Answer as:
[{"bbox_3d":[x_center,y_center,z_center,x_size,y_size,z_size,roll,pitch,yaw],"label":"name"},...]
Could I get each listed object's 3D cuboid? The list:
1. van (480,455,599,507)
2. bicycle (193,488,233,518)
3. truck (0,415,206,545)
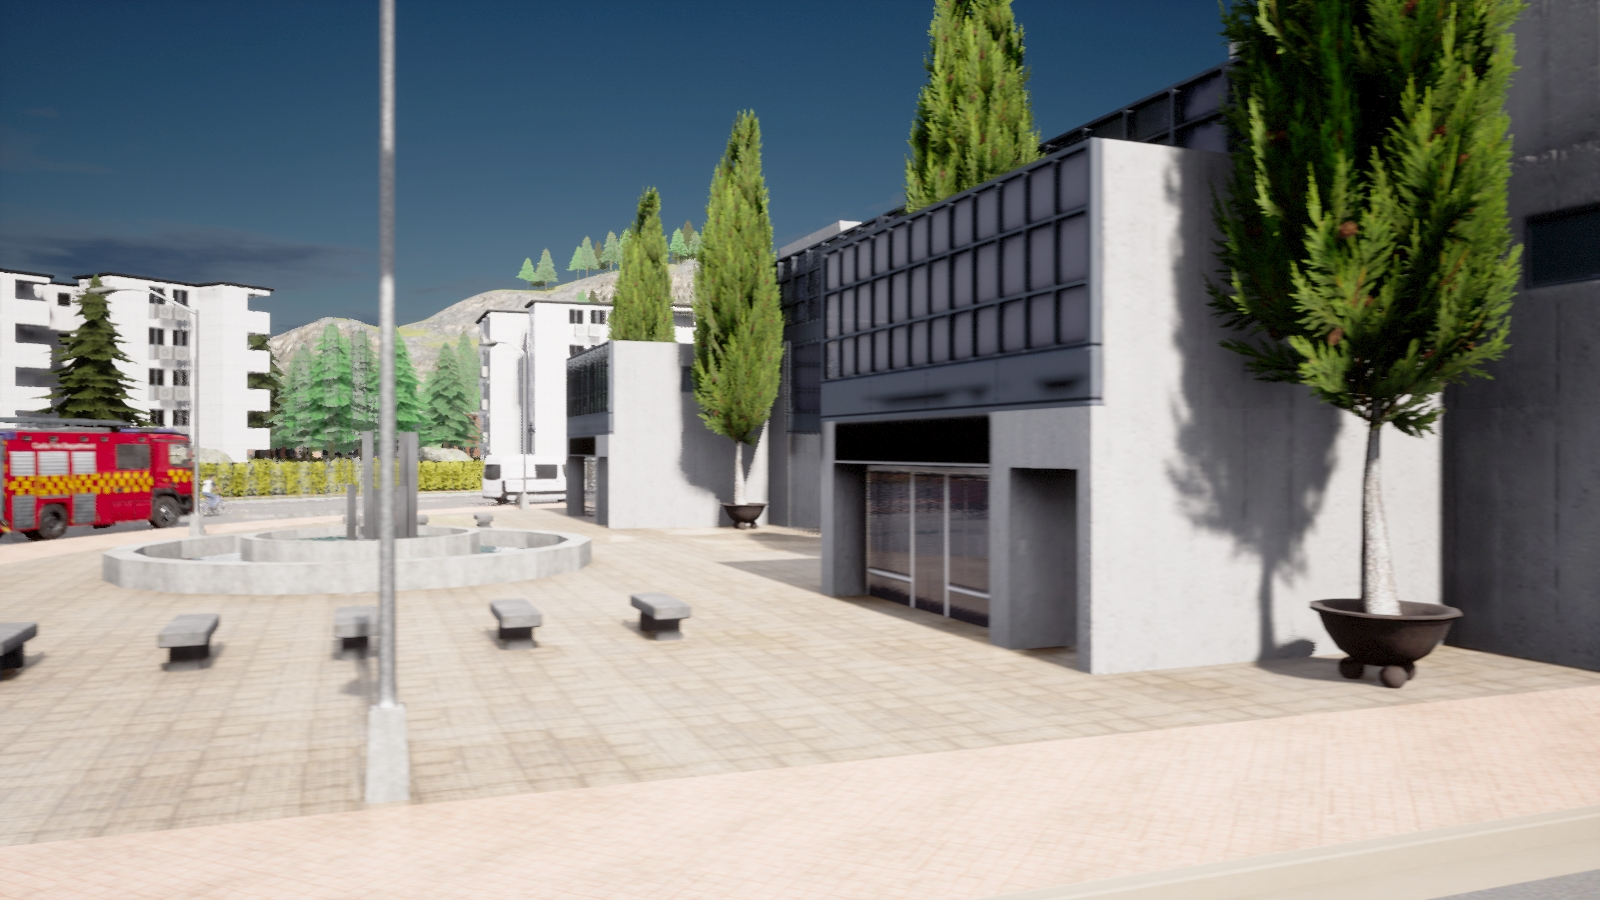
[{"bbox_3d":[-13.347,1.531,58.906,1.988,2.561,5.915,0,0,43],"label":"van"},{"bbox_3d":[-24.596,2.207,47.888,0.373,1.196,1.643,1,0,23],"label":"bicycle"},{"bbox_3d":[-23.898,0.892,37.941,2.891,3.827,8.468,0,0,9],"label":"truck"}]
